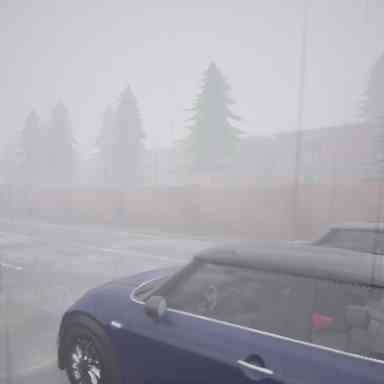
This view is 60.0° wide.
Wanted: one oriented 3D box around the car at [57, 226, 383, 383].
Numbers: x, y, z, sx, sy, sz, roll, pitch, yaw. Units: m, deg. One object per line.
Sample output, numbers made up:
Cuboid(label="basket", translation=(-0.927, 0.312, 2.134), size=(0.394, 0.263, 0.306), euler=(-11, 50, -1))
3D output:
Cuboid(label="car", translation=(0.598, 1.342, 3.552), size=(4.553, 1.767, 2.097), euler=(0, 0, 36))

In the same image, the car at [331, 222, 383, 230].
Cuboid(label="car", translation=(3.020, 1.345, 6.122), size=(4.553, 1.767, 2.097), euler=(0, 0, 36))
